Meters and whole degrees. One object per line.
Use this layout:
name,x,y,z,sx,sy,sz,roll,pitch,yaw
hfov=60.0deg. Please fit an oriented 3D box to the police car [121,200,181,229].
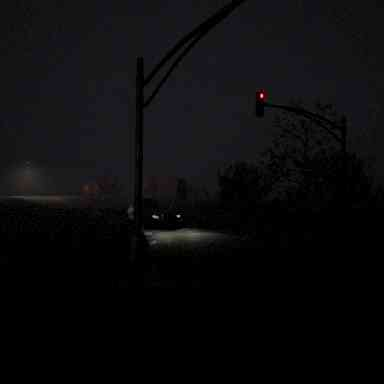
police car,-2.441,1.255,19.680,2.038,1.542,4.974,1,0,-32
